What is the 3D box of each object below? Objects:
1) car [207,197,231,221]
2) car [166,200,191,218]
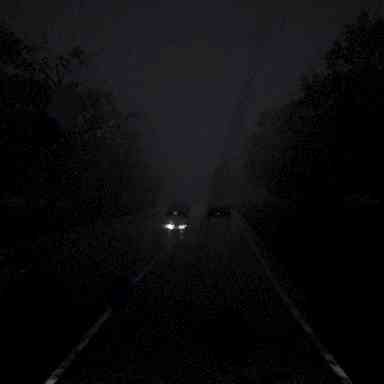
[{"bbox_3d":[2.246,1.508,27.983,1.882,1.535,5.008,0,0,5],"label":"car"},{"bbox_3d":[-1.166,1.544,30.554,2.128,1.511,4.902,0,0,6],"label":"car"}]
